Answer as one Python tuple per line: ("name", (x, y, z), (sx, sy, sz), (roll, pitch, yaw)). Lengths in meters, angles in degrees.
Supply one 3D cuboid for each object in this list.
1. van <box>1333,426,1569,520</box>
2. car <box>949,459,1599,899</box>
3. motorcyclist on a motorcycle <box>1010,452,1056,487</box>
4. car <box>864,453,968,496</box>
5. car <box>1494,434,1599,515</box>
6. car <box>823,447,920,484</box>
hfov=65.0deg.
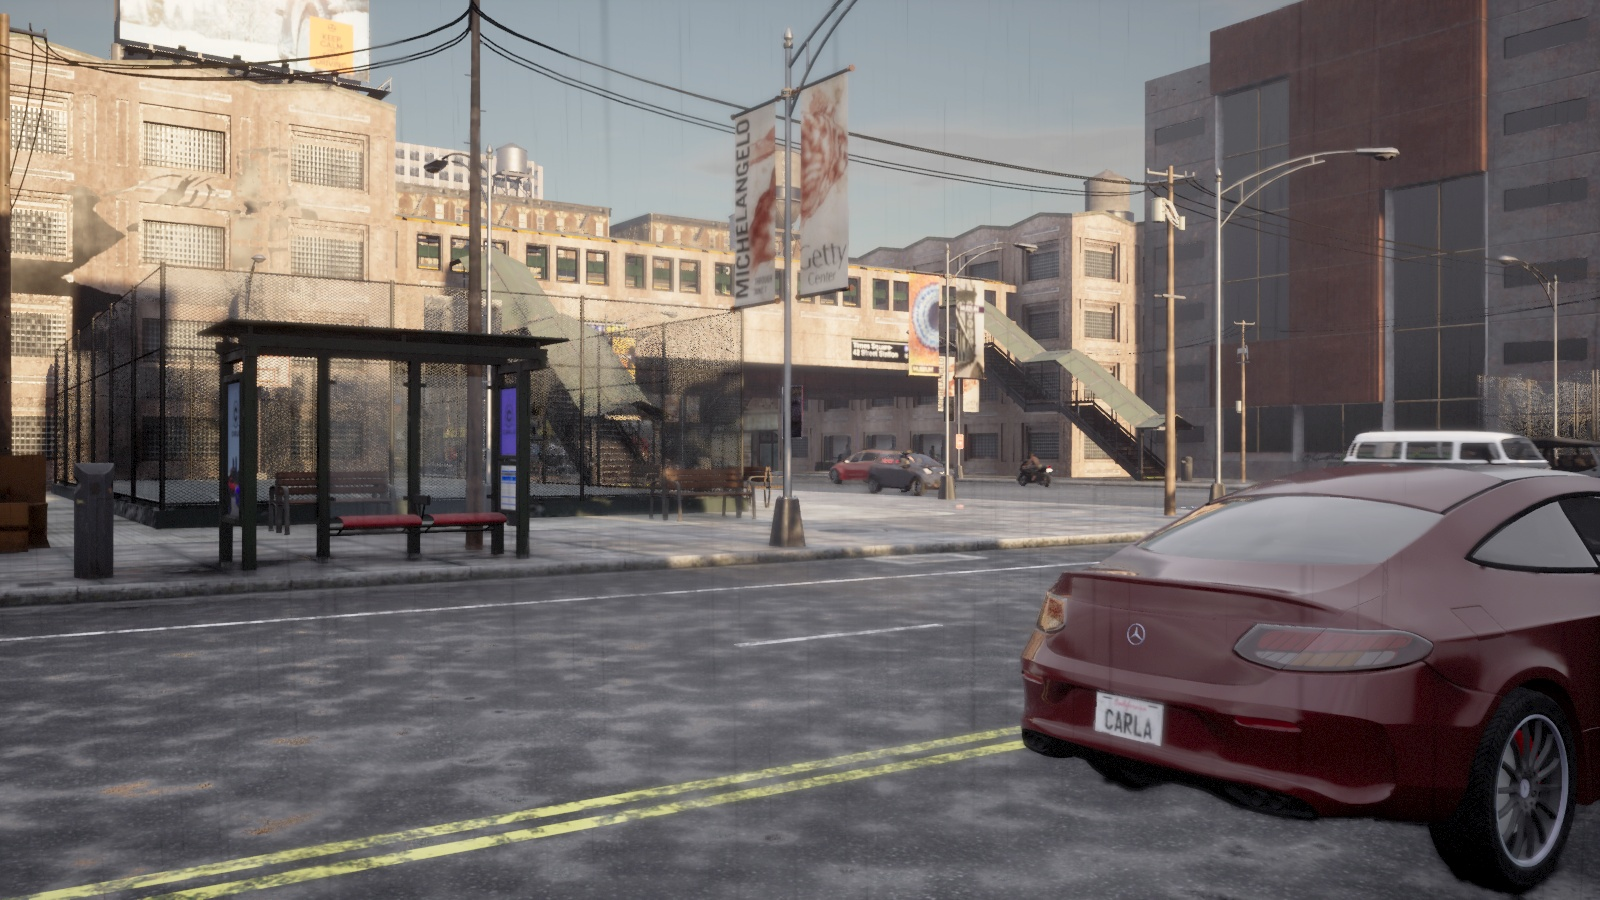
("van", (15.205, 0.509, 29.572), (2.069, 2.038, 4.480), (0, 0, -34))
("car", (3.046, 0.778, 5.767), (4.674, 1.442, 1.812), (0, 0, -35))
("motorcyclist on a motorcycle", (10.259, 0.841, 55.386), (0.797, 1.523, 2.044), (0, 0, -34))
("car", (4.183, 0.862, 45.674), (1.845, 1.501, 3.633), (0, 0, -34))
("car", (19.095, 0.574, 30.086), (1.905, 1.878, 3.866), (0, 0, -34))
("car", (3.327, 0.727, 59.316), (2.242, 1.667, 4.611), (0, 0, -34))
